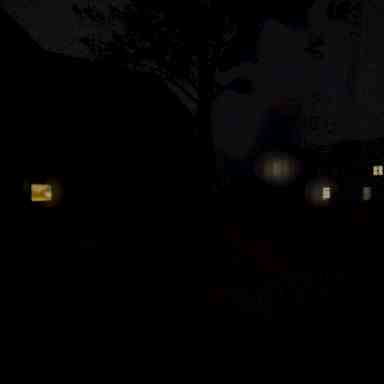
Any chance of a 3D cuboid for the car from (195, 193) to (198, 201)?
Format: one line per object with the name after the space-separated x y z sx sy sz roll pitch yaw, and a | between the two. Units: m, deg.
0.346 0.772 39.601 1.895 1.301 4.718 -1 2 -36 | car
